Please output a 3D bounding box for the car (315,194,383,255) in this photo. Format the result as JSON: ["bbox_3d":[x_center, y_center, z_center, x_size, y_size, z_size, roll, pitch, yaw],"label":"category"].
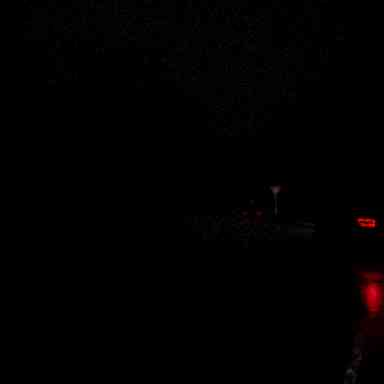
[{"bbox_3d":[6.452,1.102,12.753,2.150,2.045,5.566,-1,0,5],"label":"car"}]

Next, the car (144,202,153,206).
[{"bbox_3d":[-9.884,2.842,75.571,2.150,2.045,5.566,-1,-5,-8],"label":"car"}]

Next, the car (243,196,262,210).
[{"bbox_3d":[7.420,1.245,40.637,2.097,1.767,4.553,-1,0,12],"label":"car"}]
